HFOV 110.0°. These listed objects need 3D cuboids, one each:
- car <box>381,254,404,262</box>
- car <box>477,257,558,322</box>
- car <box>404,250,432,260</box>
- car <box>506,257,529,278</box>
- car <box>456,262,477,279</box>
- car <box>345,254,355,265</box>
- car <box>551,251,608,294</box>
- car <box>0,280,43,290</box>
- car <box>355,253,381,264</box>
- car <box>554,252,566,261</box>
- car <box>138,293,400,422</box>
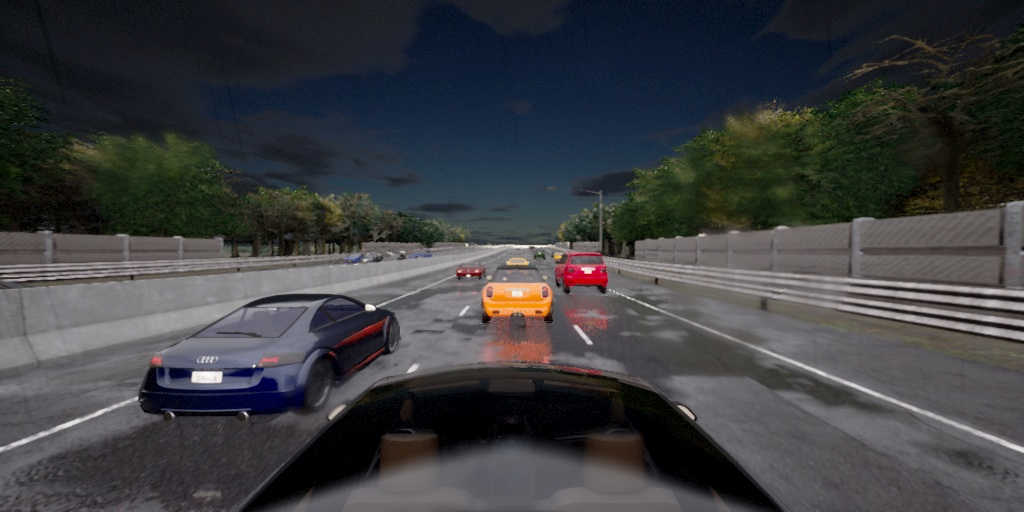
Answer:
[{"bbox_3d":[-16.497,0.464,51.314,1.837,1.490,4.892,0,1,3],"label":"car"},{"bbox_3d":[0.169,1.060,12.183,2.097,1.767,4.553,0,0,1],"label":"car"},{"bbox_3d":[-12.999,0.179,51.222,2.150,2.045,5.566,0,1,3],"label":"car"},{"bbox_3d":[0.503,0.895,31.089,1.882,1.535,5.008,0,1,1],"label":"car"},{"bbox_3d":[-3.076,1.085,28.029,1.895,1.301,4.718,0,1,1],"label":"car"},{"bbox_3d":[-22.760,0.408,52.700,1.882,1.535,5.008,0,2,-1],"label":"car"},{"bbox_3d":[3.656,0.816,19.651,2.150,2.045,5.566,0,1,1],"label":"car"},{"bbox_3d":[-14.066,1.237,8.099,1.837,1.490,4.892,0,0,0],"label":"car"},{"bbox_3d":[-19.992,0.450,51.502,2.128,1.511,4.902,0,2,2],"label":"car"},{"bbox_3d":[8.433,0.057,63.276,1.882,1.535,5.008,0,2,4],"label":"car"},{"bbox_3d":[-3.376,1.306,5.985,1.994,1.385,4.181,0,0,0],"label":"car"}]
